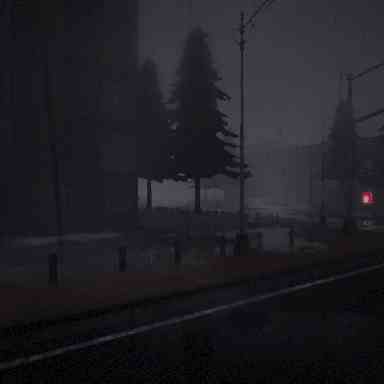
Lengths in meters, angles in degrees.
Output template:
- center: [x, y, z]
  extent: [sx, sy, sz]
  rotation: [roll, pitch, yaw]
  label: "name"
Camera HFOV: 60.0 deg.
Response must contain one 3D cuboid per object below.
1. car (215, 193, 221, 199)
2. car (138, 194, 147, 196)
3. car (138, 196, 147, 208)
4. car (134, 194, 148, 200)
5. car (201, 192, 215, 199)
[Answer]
- center: [5.615, 1.089, 93.442]
  extent: [1.905, 1.878, 3.866]
  rotation: [0, 0, -37]
  label: "car"
- center: [-11.463, 1.385, 80.396]
  extent: [1.845, 1.501, 3.633]
  rotation: [0, 0, -37]
  label: "car"
- center: [-7.575, 1.620, 46.408]
  extent: [1.994, 1.385, 4.181]
  rotation: [0, 0, -37]
  label: "car"
- center: [-13.501, 1.396, 88.128]
  extent: [1.970, 1.475, 3.806]
  rotation: [0, 0, -37]
  label: "car"
- center: [3.529, 1.109, 91.377]
  extent: [1.932, 1.855, 4.605]
  rotation: [0, 0, -37]
  label: "car"
